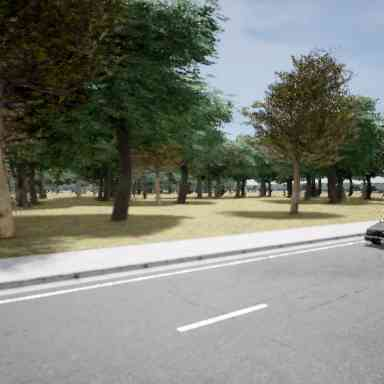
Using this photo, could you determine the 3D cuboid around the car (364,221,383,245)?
[{"bbox_3d":[9.708,1.548,14.520,5.357,1.411,2.033,0,0,-35],"label":"car"}]
